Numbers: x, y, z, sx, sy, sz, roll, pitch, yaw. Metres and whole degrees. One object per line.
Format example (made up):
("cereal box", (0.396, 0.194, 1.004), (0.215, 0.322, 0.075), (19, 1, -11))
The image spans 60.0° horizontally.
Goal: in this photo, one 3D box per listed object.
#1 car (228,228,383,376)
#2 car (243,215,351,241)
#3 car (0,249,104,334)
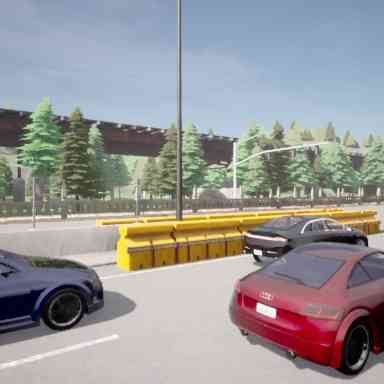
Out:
("car", (2.637, 1.564, 5.639), (4.181, 1.385, 1.994), (0, 0, -35))
("car", (3.829, 1.491, 10.786), (4.902, 1.511, 2.128), (0, 0, -36))
("car", (-3.630, 1.564, 5.453), (4.181, 1.385, 1.994), (0, 0, -36))
